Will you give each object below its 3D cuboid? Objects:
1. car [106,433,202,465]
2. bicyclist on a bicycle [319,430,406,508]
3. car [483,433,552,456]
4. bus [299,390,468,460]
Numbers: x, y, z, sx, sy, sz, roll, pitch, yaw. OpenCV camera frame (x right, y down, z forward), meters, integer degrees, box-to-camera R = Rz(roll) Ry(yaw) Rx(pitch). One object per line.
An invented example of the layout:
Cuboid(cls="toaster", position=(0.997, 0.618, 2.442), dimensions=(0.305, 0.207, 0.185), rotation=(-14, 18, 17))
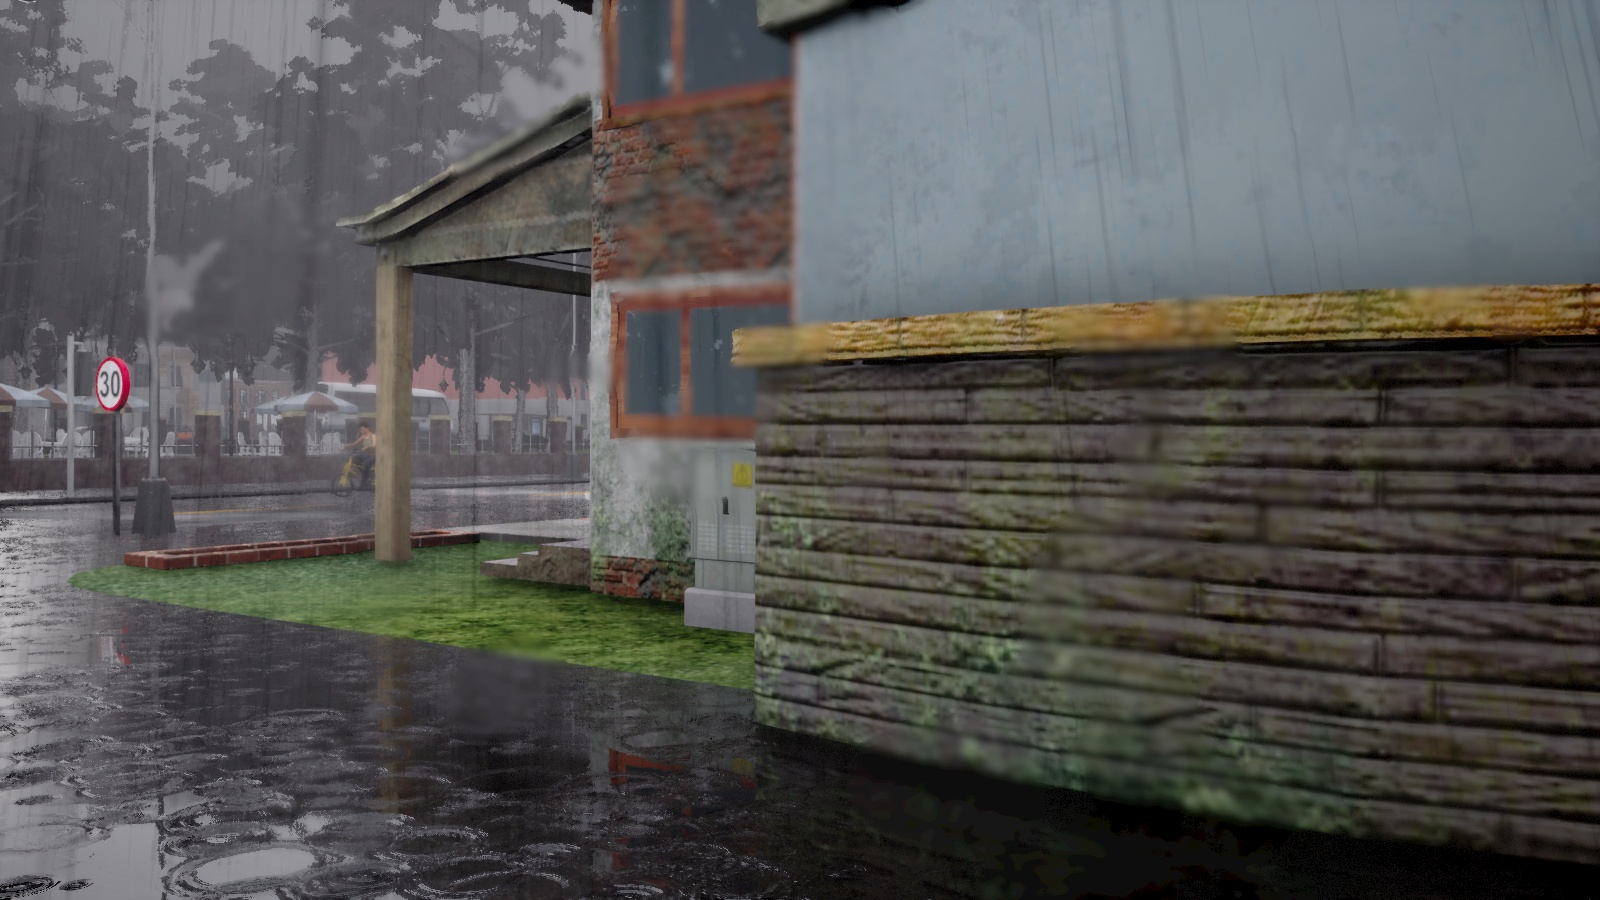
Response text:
Cuboid(cls="car", position=(-37.736, -0.071, 73.455), dimensions=(2.097, 1.767, 4.553), rotation=(0, 1, 33))
Cuboid(cls="bicyclist on a bicycle", position=(-9.379, 0.385, 26.976), dimensions=(0.866, 1.612, 1.509), rotation=(0, 1, 34))
Cuboid(cls="car", position=(-20.658, -0.409, 92.079), dimensions=(2.033, 1.649, 4.856), rotation=(0, 1, 33))
Cuboid(cls="bus", position=(-27.113, -1.524, 82.308), dimensions=(3.944, 4.253, 10.273), rotation=(0, 0, 33))
